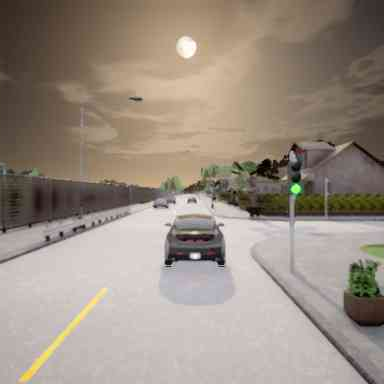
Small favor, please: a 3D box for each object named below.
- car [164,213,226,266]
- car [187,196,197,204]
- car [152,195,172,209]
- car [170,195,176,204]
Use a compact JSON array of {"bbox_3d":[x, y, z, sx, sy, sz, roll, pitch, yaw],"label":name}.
[{"bbox_3d":[0.093,1.503,11.525,1.837,1.490,4.892,0,0,0],"label":"car"},{"bbox_3d":[0.012,1.517,65.169,1.812,1.442,4.674,0,0,0],"label":"car"},{"bbox_3d":[-4.083,1.520,44.170,1.812,1.442,4.674,0,0,0],"label":"car"},{"bbox_3d":[-4.026,1.344,61.194,2.097,1.767,4.553,0,0,1],"label":"car"}]
